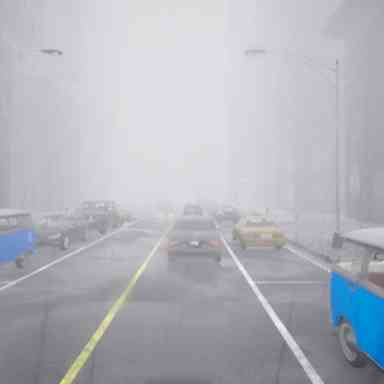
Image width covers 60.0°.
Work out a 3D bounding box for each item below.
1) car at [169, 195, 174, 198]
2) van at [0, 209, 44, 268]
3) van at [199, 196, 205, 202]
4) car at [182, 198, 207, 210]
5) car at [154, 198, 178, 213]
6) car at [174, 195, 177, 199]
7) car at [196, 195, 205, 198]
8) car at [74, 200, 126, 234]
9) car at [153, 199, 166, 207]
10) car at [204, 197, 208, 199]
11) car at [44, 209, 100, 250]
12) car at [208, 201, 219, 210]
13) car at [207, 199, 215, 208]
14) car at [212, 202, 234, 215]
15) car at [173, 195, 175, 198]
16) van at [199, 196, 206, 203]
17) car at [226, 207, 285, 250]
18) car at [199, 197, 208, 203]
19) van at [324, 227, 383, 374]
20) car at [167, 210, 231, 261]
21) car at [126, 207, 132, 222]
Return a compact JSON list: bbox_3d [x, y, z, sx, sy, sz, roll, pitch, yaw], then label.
[{"bbox_3d":[-5.775,2.002,76.274,1.887,1.381,4.507,0,0,0],"label":"car"},{"bbox_3d":[-5.763,1.392,8.856,1.690,1.788,3.998,0,0,0],"label":"van"},{"bbox_3d":[2.746,1.906,93.149,1.690,1.788,3.998,0,0,0],"label":"van"},{"bbox_3d":[0.088,1.678,32.668,2.128,1.511,4.902,0,0,0],"label":"car"},{"bbox_3d":[-3.101,1.793,39.632,1.994,1.385,4.181,0,0,0],"label":"car"},{"bbox_3d":[-5.778,2.147,93.128,1.802,1.307,4.206,0,0,0],"label":"car"},{"bbox_3d":[2.376,1.751,66.467,2.097,1.767,4.553,0,0,0],"label":"car"},{"bbox_3d":[-5.765,1.430,20.092,2.192,1.841,5.009,0,0,0],"label":"car"},{"bbox_3d":[-5.773,1.934,59.419,1.802,1.307,4.206,0,0,0],"label":"car"},{"bbox_3d":[2.755,1.848,48.198,1.947,1.339,4.313,0,0,0],"label":"car"},{"bbox_3d":[-5.764,1.634,14.473,2.008,1.369,4.403,0,0,0],"label":"car"},{"bbox_3d":[2.758,1.761,31.342,1.802,1.307,4.206,0,0,0],"label":"car"},{"bbox_3d":[2.757,1.738,37.131,1.752,1.417,4.829,0,0,0],"label":"car"},{"bbox_3d":[2.759,1.729,25.724,1.802,1.307,4.206,0,0,0],"label":"car"},{"bbox_3d":[-5.776,2.059,81.892,1.947,1.339,4.313,0,0,0],"label":"car"},{"bbox_3d":[2.747,1.870,87.531,1.690,1.788,3.998,0,0,0],"label":"van"},{"bbox_3d":[2.761,1.609,14.656,1.752,1.417,4.829,0,0,0],"label":"car"},{"bbox_3d":[2.749,2.044,81.910,2.008,1.369,4.403,0,0,0],"label":"car"},{"bbox_3d":[2.763,1.360,3.250,1.690,1.788,3.998,0,0,0],"label":"van"},{"bbox_3d":[0.083,1.620,12.605,2.033,1.411,5.357,0,0,0],"label":"car"},{"bbox_3d":[-5.766,1.671,25.540,1.752,1.417,4.829,0,0,0],"label":"car"}]
